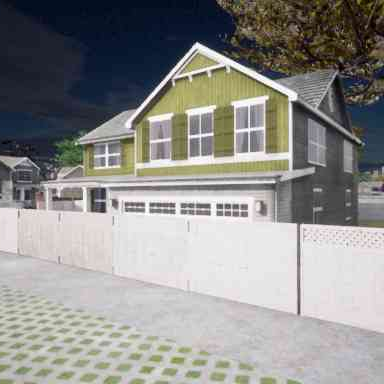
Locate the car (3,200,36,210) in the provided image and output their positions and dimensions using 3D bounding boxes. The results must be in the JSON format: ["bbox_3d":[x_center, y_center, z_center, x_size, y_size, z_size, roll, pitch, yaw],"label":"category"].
[{"bbox_3d":[-17.906,1.597,33.171,1.837,1.490,4.892,0,0,18],"label":"car"}]

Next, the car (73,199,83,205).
[{"bbox_3d":[-14.004,1.650,44.587,1.837,1.490,4.892,0,-1,20],"label":"car"}]
